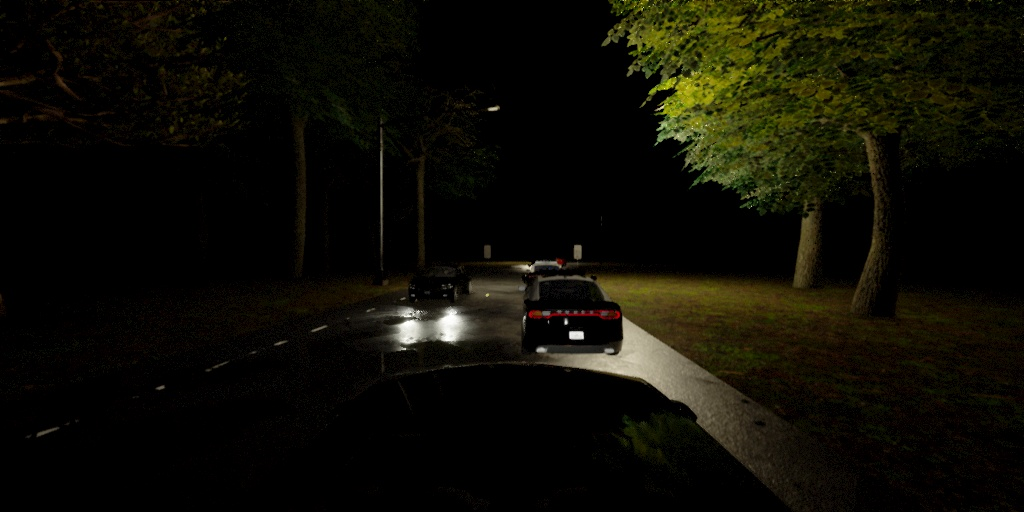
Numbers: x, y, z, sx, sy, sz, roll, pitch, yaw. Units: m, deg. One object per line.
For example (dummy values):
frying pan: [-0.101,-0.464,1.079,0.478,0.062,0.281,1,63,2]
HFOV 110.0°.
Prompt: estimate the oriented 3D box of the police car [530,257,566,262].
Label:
police car: [1.751,1.037,18.496,1.930,1.638,5.238,0,0,5]

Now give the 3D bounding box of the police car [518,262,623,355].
police car: [1.179,1.112,8.637,1.930,1.638,5.238,0,0,2]

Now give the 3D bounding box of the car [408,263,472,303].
car: [-3.032,1.102,15.993,1.882,1.535,5.008,0,0,4]
